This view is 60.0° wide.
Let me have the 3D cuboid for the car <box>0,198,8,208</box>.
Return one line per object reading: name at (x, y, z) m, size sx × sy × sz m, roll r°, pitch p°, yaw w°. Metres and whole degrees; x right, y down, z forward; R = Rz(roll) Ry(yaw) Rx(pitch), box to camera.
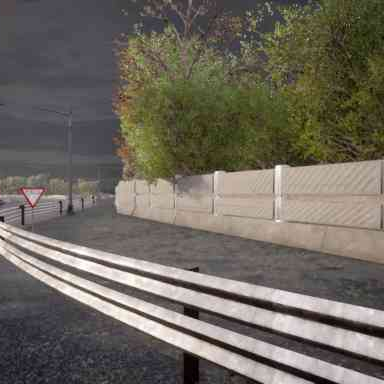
car at (-26.991, 1.507, 45.631) m, size 1.837 × 1.490 × 4.892 m, roll 0°, pitch 0°, yaw -9°
